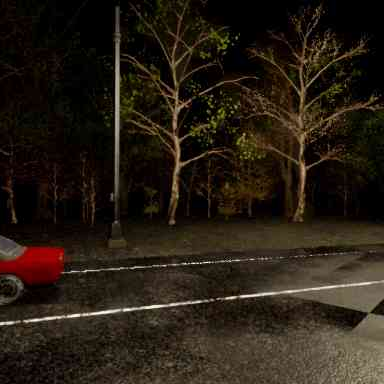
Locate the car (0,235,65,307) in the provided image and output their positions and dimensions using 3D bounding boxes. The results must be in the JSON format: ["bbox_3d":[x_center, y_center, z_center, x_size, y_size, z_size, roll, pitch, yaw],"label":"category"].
[{"bbox_3d":[-5.184,1.593,6.899,4.718,1.301,1.895,0,0,-18],"label":"car"}]
